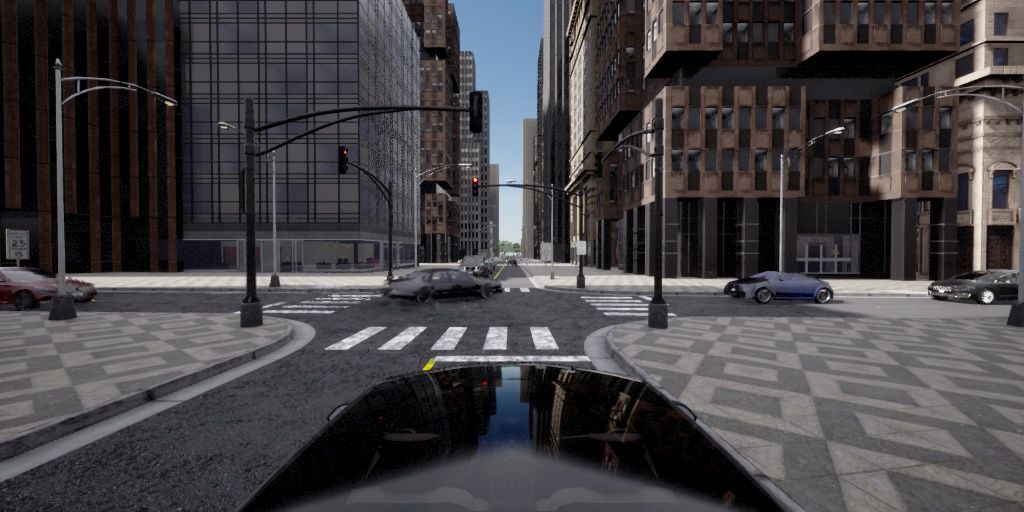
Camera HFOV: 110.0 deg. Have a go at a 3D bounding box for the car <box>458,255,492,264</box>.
[{"bbox_3d":[-3.117,0.955,29.549,2.150,2.045,5.566,0,0,0],"label":"car"}]

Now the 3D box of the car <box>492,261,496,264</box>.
[{"bbox_3d":[-3.116,1.287,39.575,1.994,1.385,4.181,0,0,0],"label":"car"}]

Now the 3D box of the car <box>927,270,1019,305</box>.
[{"bbox_3d":[22.306,1.404,16.609,4.892,1.490,1.837,0,1,0],"label":"car"}]

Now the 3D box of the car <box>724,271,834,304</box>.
[{"bbox_3d":[12.225,1.388,16.585,4.181,1.385,1.994,0,1,0],"label":"car"}]

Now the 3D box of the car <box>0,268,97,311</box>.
[{"bbox_3d":[-18.442,1.155,13.306,4.674,1.442,1.812,0,1,0],"label":"car"}]

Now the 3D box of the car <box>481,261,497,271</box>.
[{"bbox_3d":[-3.118,1.312,49.741,1.895,1.301,4.718,0,0,0],"label":"car"}]

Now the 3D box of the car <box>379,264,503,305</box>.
[{"bbox_3d":[-3.025,1.265,15.980,5.357,1.411,2.033,0,1,-36],"label":"car"}]
